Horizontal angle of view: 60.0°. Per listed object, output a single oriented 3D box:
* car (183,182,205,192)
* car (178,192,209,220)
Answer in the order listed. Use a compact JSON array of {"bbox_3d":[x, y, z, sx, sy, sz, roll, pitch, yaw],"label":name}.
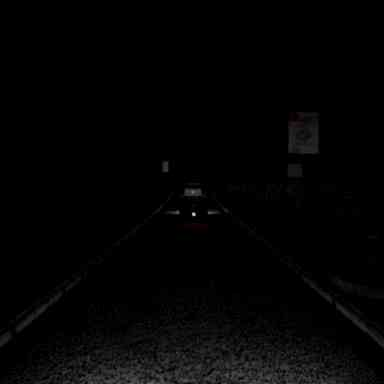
[{"bbox_3d":[0.109,-0.112,40.289,2.150,2.045,5.566,0,4,0],"label":"car"},{"bbox_3d":[0.106,1.020,22.643,1.837,1.490,4.892,0,2,0],"label":"car"}]
